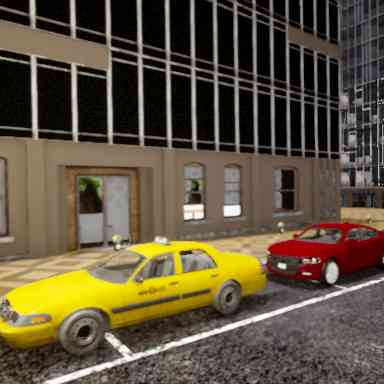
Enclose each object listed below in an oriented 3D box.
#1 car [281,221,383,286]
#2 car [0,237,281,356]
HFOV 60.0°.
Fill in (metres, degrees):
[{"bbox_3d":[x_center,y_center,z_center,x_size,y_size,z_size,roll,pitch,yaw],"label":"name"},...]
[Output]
[{"bbox_3d":[4.023,1.558,9.408,4.507,1.381,1.887,0,-1,-35],"label":"car"},{"bbox_3d":[-0.754,1.530,6.001,4.829,1.417,1.752,0,-1,-35],"label":"car"}]
